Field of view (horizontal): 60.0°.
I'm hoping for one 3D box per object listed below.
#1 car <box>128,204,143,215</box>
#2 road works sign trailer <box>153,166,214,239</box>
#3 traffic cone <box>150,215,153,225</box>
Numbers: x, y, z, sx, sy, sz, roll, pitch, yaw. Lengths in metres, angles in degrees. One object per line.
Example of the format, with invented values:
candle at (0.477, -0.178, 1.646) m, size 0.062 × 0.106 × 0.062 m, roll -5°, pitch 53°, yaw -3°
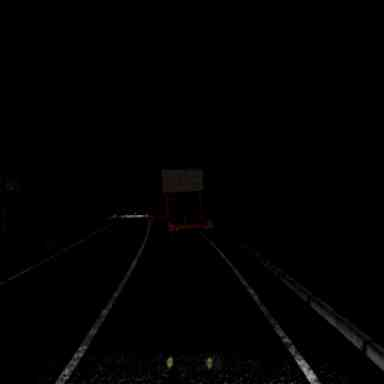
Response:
car at (-7.712, 2.426, 45.816) m, size 2.033 × 1.411 × 5.357 m, roll 0°, pitch -1°, yaw -8°
road works sign trailer at (-0.471, 0.469, 17.315) m, size 2.380 × 3.560 × 2.880 m, roll -3°, pitch -2°, yaw -18°
traffic cone at (-2.922, 2.171, 24.643) m, size 0.340 × 0.580 × 0.340 m, roll 0°, pitch -1°, yaw -7°
